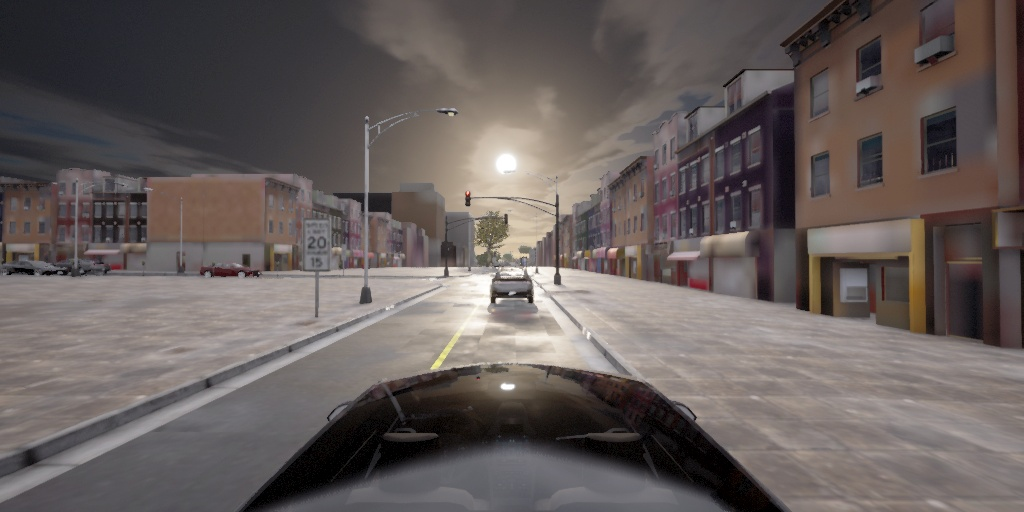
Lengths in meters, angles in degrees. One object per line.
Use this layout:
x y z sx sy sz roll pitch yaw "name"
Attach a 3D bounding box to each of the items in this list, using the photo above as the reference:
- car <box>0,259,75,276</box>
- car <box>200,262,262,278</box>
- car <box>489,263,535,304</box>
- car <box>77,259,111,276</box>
-39.720 1.020 29.795 4.313 1.339 1.948 0 0 0 "car"
-23.240 1.158 29.732 4.507 1.381 1.888 0 0 0 "car"
0.000 1.274 16.503 2.128 1.511 4.902 0 0 0 "car"
-39.343 0.984 32.440 4.902 1.511 2.128 1 -1 0 "car"
